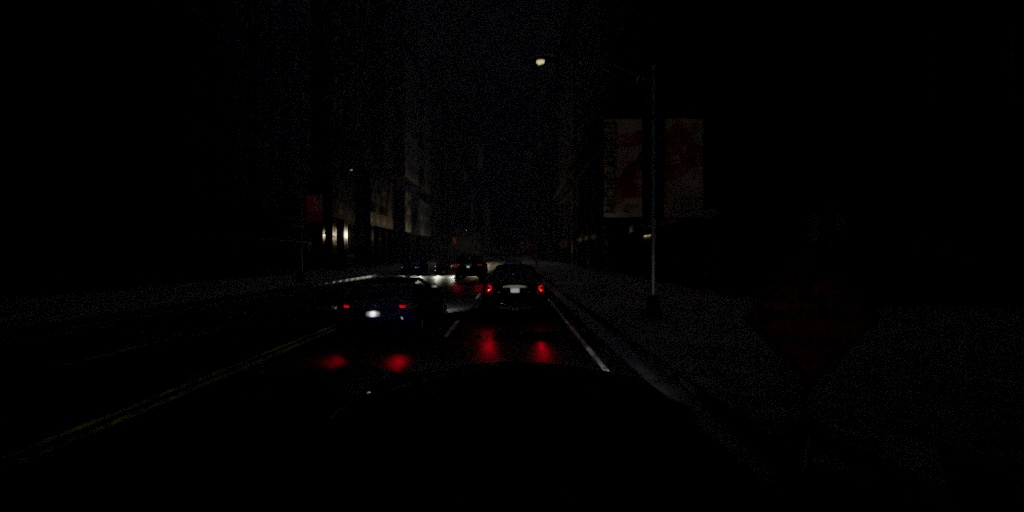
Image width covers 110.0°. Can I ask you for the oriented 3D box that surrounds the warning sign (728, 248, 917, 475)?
[{"bbox_3d":[2.851,0.858,3.452,1.300,1.860,1.060,0,0,0],"label":"warning sign"}]

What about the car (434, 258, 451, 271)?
[{"bbox_3d":[-6.591,0.959,36.848,2.097,1.767,4.553,0,0,0],"label":"car"}]

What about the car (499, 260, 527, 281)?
[{"bbox_3d":[0.096,1.126,29.336,2.128,1.511,4.902,0,0,0],"label":"car"}]

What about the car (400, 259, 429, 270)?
[{"bbox_3d":[-9.842,1.085,36.555,1.882,1.535,5.008,0,0,0],"label":"car"}]

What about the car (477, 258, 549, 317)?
[{"bbox_3d":[0.092,1.053,12.973,2.097,1.767,4.553,0,0,0],"label":"car"}]

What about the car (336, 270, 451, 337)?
[{"bbox_3d":[-3.164,1.278,10.184,1.994,1.385,4.181,0,0,0],"label":"car"}]

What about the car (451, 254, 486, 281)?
[{"bbox_3d":[-3.153,0.860,28.546,2.150,2.045,5.566,0,0,0],"label":"car"}]
